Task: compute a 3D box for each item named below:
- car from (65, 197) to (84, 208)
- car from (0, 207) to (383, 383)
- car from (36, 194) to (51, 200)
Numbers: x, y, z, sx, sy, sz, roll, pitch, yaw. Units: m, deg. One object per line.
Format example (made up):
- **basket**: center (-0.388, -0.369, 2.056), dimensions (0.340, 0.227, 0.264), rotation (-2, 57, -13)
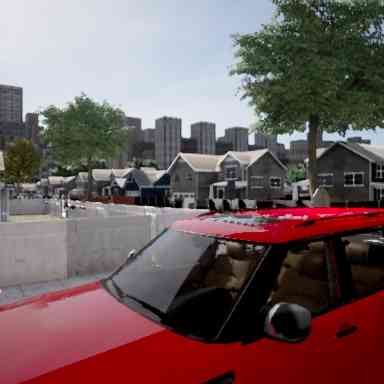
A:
- **car**: center (-16.966, 1.519, 47.870), dimensions (1.812, 1.442, 4.674), rotation (0, 0, -34)
- **car**: center (0.624, 1.230, 3.354), dimensions (5.566, 2.045, 2.150), rotation (0, 0, -35)
- **car**: center (-34.888, 1.343, 78.978), dimensions (2.097, 1.767, 4.553), rotation (0, 0, -34)
